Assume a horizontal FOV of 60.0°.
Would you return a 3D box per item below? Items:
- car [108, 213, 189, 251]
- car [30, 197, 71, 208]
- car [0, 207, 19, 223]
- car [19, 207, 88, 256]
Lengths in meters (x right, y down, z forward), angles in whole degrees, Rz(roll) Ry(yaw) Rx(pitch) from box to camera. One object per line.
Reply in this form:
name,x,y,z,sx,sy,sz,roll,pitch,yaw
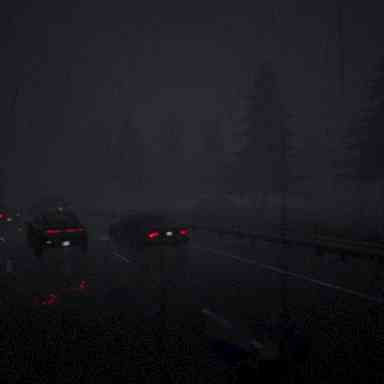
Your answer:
car,-2.119,1.645,14.690,2.033,1.411,5.357,0,0,-30
car,-12.631,1.501,29.512,2.150,2.045,5.566,0,0,-42
car,-15.766,1.897,27.742,1.895,1.301,4.718,0,0,-43
car,-5.700,1.619,13.824,2.128,1.511,4.902,0,0,-31
